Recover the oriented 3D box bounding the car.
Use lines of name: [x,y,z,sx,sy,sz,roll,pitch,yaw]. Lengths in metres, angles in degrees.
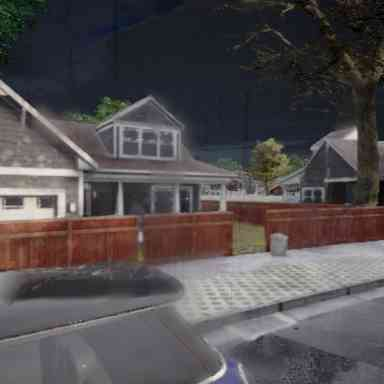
car: [-1.774,1.337,1.589,4.553,1.767,2.097,0,0,-34]
